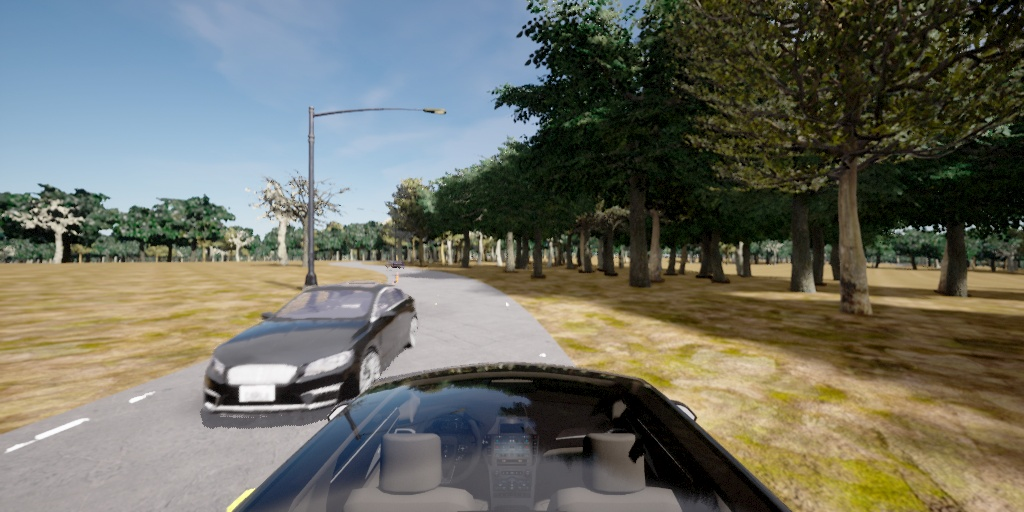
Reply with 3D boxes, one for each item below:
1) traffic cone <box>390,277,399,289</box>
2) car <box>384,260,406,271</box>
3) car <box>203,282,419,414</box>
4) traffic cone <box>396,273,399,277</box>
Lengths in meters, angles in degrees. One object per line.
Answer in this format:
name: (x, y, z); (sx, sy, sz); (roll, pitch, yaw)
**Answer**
traffic cone: (-7.331, 1.737, 22.099); (0.340, 0.580, 0.340); (0, 0, -13)
car: (-14.800, 1.117, 45.313); (1.895, 1.301, 4.718); (0, 0, -28)
car: (-2.952, 1.258, 6.397); (2.128, 1.511, 4.902); (0, 0, -3)
traffic cone: (-8.563, 1.730, 26.799); (0.340, 0.580, 0.340); (0, 0, -16)
